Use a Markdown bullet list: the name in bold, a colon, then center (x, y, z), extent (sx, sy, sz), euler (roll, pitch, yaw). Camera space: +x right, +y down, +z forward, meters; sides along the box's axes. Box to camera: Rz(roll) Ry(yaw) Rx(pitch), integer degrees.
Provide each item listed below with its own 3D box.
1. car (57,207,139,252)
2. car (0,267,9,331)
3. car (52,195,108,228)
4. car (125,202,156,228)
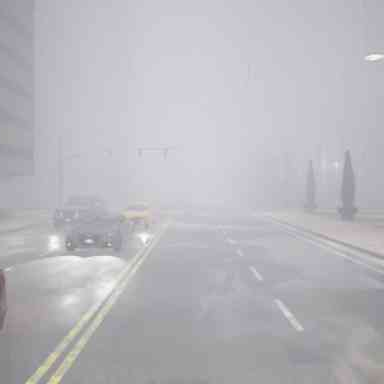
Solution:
- **car**: center (-3.589, 1.514, 13.579), extent (1.994, 1.385, 4.181), euler (0, 0, 0)
- **car**: center (-3.600, 1.468, 2.771), extent (1.882, 1.535, 5.008), euler (0, 0, 0)
- **car**: center (-7.009, 1.237, 21.571), extent (2.150, 2.045, 5.566), euler (0, 0, 0)
- **car**: center (-3.509, 1.424, 21.603), extent (1.882, 1.535, 5.008), euler (0, 0, 0)
